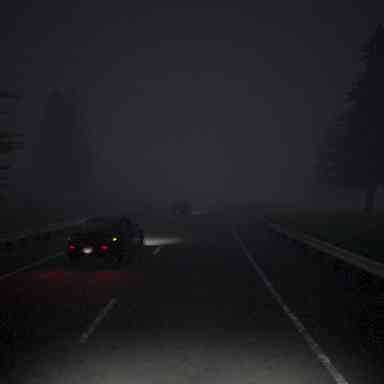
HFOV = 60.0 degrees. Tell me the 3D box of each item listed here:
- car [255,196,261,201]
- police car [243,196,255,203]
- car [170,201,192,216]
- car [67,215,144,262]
[{"bbox_3d":[16.742,1.862,91.289,2.097,1.767,4.553,0,0,19],"label":"car"},{"bbox_3d":[13.720,1.884,82.135,1.930,1.638,5.238,0,0,17],"label":"police car"},{"bbox_3d":[-1.087,1.678,34.587,2.128,1.511,4.902,0,0,7],"label":"car"},{"bbox_3d":[-3.030,1.590,12.329,1.812,1.442,4.674,0,0,3],"label":"car"}]
